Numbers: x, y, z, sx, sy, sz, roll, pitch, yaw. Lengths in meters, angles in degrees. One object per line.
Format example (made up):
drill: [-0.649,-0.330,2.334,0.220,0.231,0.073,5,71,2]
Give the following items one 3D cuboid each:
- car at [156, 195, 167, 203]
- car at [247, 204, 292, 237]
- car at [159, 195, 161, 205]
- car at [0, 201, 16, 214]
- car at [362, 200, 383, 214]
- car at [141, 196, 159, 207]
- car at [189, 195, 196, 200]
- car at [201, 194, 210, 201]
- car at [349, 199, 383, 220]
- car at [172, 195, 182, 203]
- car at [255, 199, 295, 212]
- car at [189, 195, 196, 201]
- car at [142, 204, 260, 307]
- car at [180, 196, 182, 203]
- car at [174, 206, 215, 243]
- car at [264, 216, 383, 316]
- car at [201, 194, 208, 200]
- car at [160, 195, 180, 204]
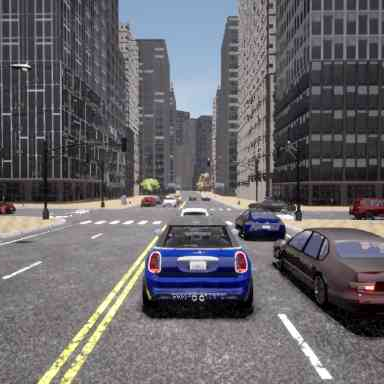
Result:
car: [-6.385,1.415,70.322,1.882,1.535,5.008,0,0,0]
car: [3.376,1.554,17.030,1.994,1.385,4.181,0,0,0]
car: [-6.477,1.498,59.952,2.033,1.411,5.357,0,0,0]
car: [-19.340,1.407,32.012,4.181,1.385,1.994,1,1,1]
car: [21.871,1.641,37.057,4.829,1.417,1.752,1,0,1]
car: [-6.508,1.440,50.025,1.882,1.535,5.008,0,0,0]
car: [0.149,1.447,90.016,2.033,1.411,5.357,0,0,0]
car: [3.383,1.511,80.036,1.895,1.301,4.718,0,0,0]
car: [16.249,1.518,28.780,5.009,1.841,2.192,1,0,1]
car: [-3.135,1.416,69.683,1.882,1.535,5.008,0,0,0]
car: [8.434,1.533,35.442,4.892,1.490,1.837,1,2,15]
car: [0.132,1.449,79.797,2.128,1.511,4.902,0,0,0]
car: [0.113,1.348,8.131,2.097,1.767,4.553,0,0,0]
car: [-3.228,1.499,59.467,2.033,1.411,5.357,0,0,0]
car: [0.127,1.516,16.988,1.812,1.442,4.674,0,0,0]
car: [3.362,1.544,7.791,2.033,1.411,5.357,0,0,0]
car: [3.399,1.263,90.008,1.812,1.442,4.674,0,0,0]
car: [-3.259,1.489,49.776,1.812,1.442,4.674,0,0,0]
